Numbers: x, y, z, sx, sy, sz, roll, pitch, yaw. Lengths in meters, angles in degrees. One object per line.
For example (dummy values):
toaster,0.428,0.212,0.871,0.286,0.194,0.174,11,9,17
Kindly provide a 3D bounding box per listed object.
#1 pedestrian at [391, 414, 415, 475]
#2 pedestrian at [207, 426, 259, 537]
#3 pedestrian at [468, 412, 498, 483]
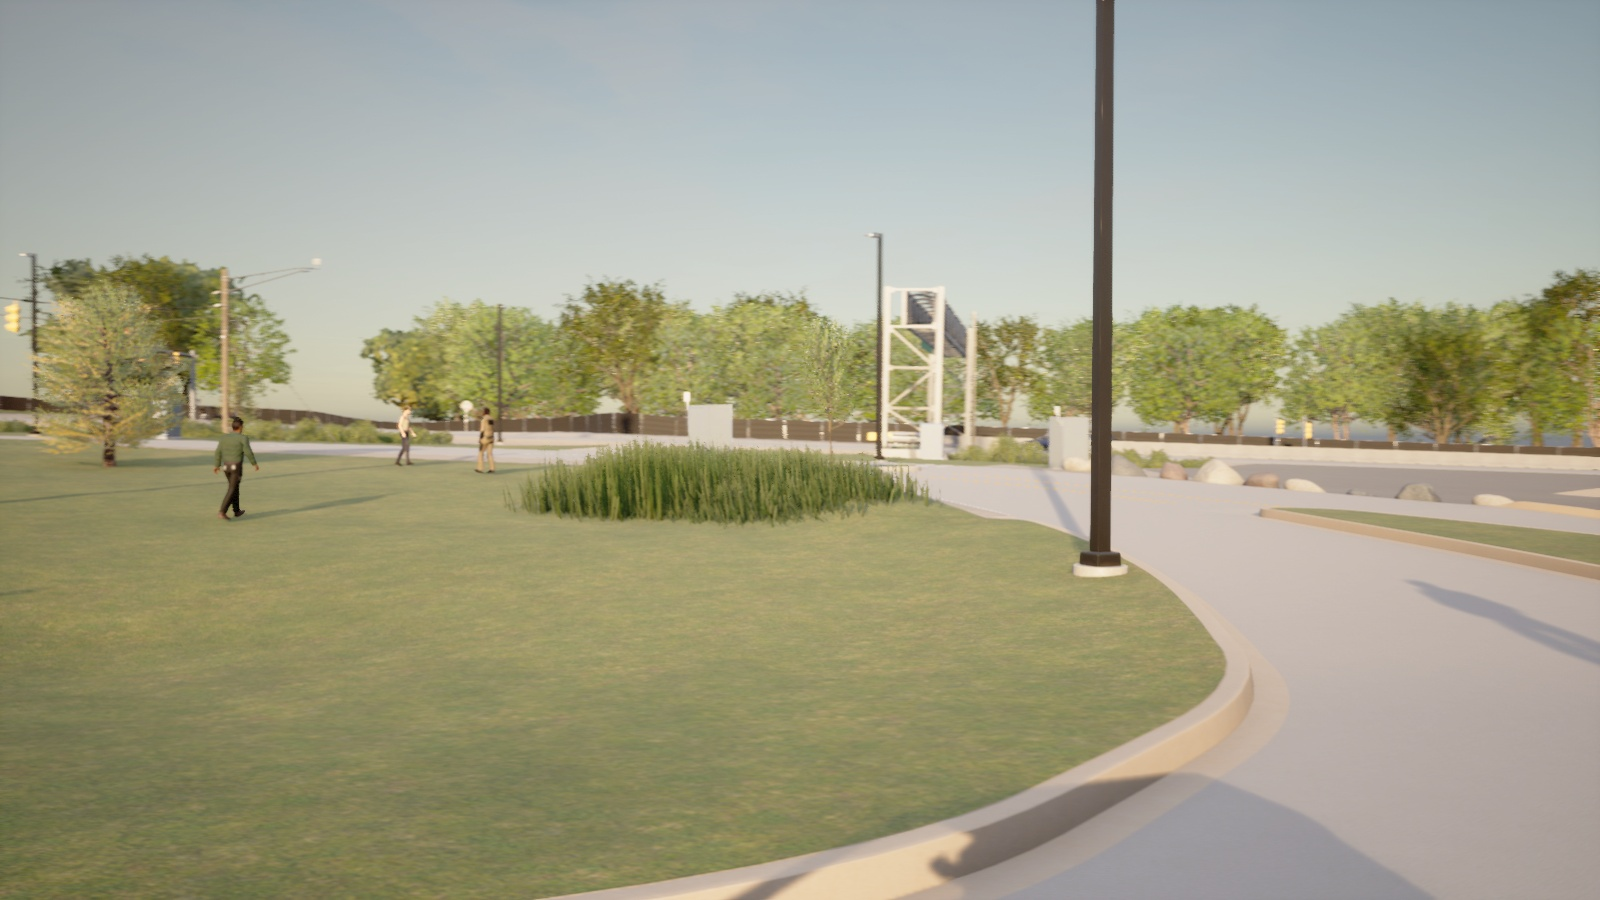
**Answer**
pedestrian,-12.016,-0.165,38.013,0.594,1.836,0.345,-1,1,5
pedestrian,-10.127,0.547,22.442,0.423,1.949,0.788,-1,1,11
pedestrian,-8.633,-0.068,34.228,0.692,1.930,0.396,0,1,35
